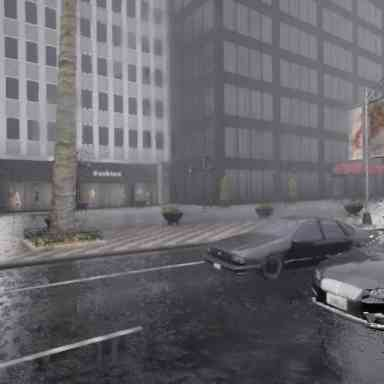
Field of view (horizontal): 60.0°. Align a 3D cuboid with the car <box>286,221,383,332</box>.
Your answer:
[{"bbox_3d":[4.440,1.367,6.119,4.902,1.511,2.128,-1,1,-25],"label":"car"}]

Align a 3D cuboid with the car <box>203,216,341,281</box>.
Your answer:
[{"bbox_3d":[3.022,1.406,9.438,5.357,1.411,2.033,-1,1,-26],"label":"car"}]
